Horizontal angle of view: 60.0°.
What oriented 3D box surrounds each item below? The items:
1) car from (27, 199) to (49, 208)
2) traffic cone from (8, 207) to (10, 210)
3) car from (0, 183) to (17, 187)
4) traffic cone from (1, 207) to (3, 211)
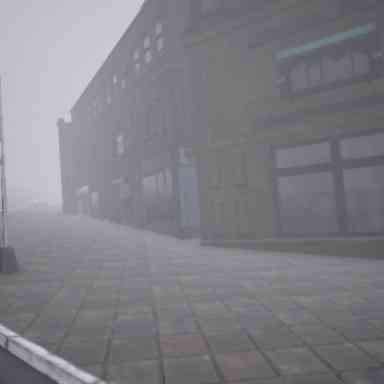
[{"bbox_3d":[-27.829,2.088,60.211,1.812,1.442,4.674,-5,-1,11],"label":"car"},{"bbox_3d":[-25.707,2.312,46.778,0.340,0.580,0.340,-4,0,-9],"label":"traffic cone"},{"bbox_3d":[-46.090,-1.384,81.102,2.002,1.452,4.674,-6,-3,30],"label":"car"},{"bbox_3d":[-26.691,2.388,46.625,0.340,0.580,0.340,-4,0,-9],"label":"traffic cone"}]
